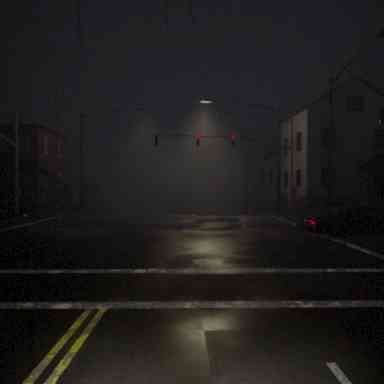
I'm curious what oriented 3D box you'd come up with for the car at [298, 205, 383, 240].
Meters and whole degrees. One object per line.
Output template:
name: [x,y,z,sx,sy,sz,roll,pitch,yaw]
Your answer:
car: [7.550,1.308,14.763,5.357,1.411,2.033,0,1,0]
